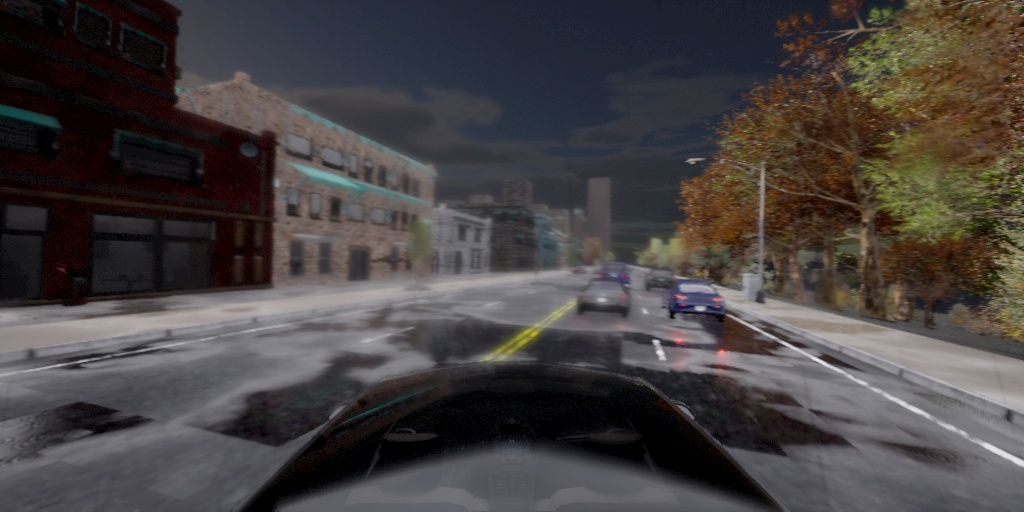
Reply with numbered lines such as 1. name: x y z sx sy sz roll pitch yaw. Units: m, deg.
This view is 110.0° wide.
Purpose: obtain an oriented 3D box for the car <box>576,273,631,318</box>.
1. car: 3.893 1.609 14.922 1.994 1.385 4.181 1 -1 18

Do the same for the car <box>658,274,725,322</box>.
1. car: 7.145 1.659 14.406 1.812 1.442 4.674 1 -1 18

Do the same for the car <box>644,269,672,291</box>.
1. car: 11.469 1.795 27.857 2.097 1.767 4.553 1 -1 18

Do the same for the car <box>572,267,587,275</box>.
1. car: 11.114 2.452 58.923 1.895 1.301 4.718 1 -1 18

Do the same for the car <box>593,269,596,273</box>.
1. car: 14.206 2.531 57.925 1.895 1.301 4.718 1 -1 18

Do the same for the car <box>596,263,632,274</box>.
1. car: 8.045 1.564 27.851 2.150 2.045 5.566 1 -1 18
